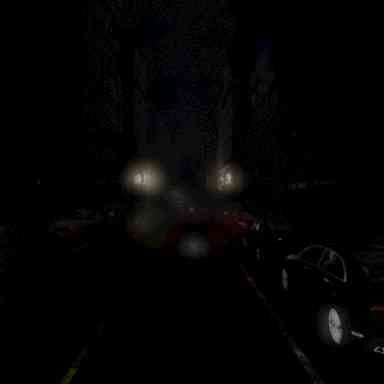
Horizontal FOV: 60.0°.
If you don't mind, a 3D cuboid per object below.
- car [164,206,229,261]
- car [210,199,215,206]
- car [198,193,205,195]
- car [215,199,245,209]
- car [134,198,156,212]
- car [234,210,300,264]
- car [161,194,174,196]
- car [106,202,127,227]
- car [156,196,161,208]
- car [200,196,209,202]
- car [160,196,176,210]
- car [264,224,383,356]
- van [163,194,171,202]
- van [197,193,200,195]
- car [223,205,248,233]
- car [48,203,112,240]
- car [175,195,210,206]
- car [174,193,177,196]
[{"bbox_3d":[0.065,1.475,12.225,1.882,1.535,5.008,0,0,0],"label":"car"},{"bbox_3d":[2.829,1.518,39.336,1.752,1.417,4.829,0,0,0],"label":"car"},{"bbox_3d":[2.809,1.546,71.466,1.887,1.381,4.507,0,0,0],"label":"car"},{"bbox_3d":[2.840,1.434,22.589,1.967,1.590,4.097,0,0,0],"label":"car"},{"bbox_3d":[-5.696,1.518,38.992,1.752,1.417,4.829,0,0,0],"label":"car"},{"bbox_3d":[2.848,1.548,11.538,2.008,1.369,4.403,0,0,0],"label":"car"},{"bbox_3d":[-5.718,1.316,71.461,2.192,1.841,5.009,0,0,0],"label":"car"},{"bbox_3d":[-5.685,1.434,22.584,1.967,1.590,4.097,0,0,0],"label":"car"},{"bbox_3d":[-5.699,1.544,44.687,2.008,1.369,4.403,0,0,0],"label":"car"},{"bbox_3d":[2.805,1.570,76.967,1.947,1.339,4.313,0,0,0],"label":"car"},{"bbox_3d":[-3.089,1.594,43.372,1.895,1.301,4.718,0,0,0],"label":"car"},{"bbox_3d":[2.851,1.550,6.012,2.008,1.369,4.403,0,0,0],"label":"car"},{"bbox_3d":[-5.721,1.345,76.962,1.690,1.788,3.998,0,0,0],"label":"van"},{"bbox_3d":[2.797,1.350,87.970,1.690,1.788,3.998,0,0,0],"label":"van"},{"bbox_3d":[2.844,1.577,17.063,1.802,1.307,4.206,0,0,0],"label":"car"},{"bbox_3d":[-5.681,1.521,16.889,1.752,1.417,4.829,0,0,0],"label":"car"},{"bbox_3d":[0.051,1.344,26.169,2.097,1.767,4.553,0,0,0],"label":"car"},{"bbox_3d":[-5.728,1.449,87.965,1.967,1.590,4.097,0,0,0],"label":"car"}]
